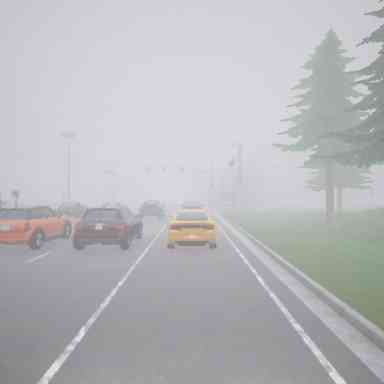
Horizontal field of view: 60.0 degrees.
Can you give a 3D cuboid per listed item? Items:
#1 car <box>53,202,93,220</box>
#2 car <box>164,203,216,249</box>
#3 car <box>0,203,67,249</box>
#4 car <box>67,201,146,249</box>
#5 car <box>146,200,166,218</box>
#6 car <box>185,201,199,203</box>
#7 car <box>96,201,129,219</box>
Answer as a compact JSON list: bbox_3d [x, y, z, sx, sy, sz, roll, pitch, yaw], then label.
[{"bbox_3d":[-10.500,1.613,29.680,1.895,1.301,4.718,0,0,0],"label":"car"},{"bbox_3d":[0.000,1.482,14.650,1.882,1.535,5.008,0,0,0],"label":"car"},{"bbox_3d":[-7.000,1.363,14.620,2.097,1.767,4.553,0,0,0],"label":"car"},{"bbox_3d":[-3.500,1.363,14.620,2.097,1.767,4.553,0,0,0],"label":"car"},{"bbox_3d":[-3.500,1.514,29.650,1.837,1.490,4.892,0,0,0],"label":"car"},{"bbox_3d":[0.000,1.530,29.650,1.812,1.442,4.674,0,0,0],"label":"car"},{"bbox_3d":[-7.000,1.570,29.650,1.994,1.385,4.181,0,0,0],"label":"car"}]
